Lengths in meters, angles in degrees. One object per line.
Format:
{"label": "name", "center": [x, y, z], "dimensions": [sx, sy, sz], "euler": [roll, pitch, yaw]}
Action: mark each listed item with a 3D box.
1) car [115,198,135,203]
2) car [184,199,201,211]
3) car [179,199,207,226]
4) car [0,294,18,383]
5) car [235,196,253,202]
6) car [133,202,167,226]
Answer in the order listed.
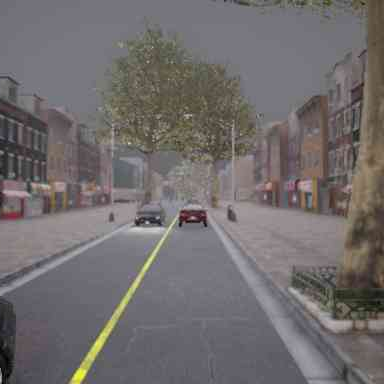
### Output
{"label": "car", "center": [-14.865, 1.885, 74.087], "dimensions": [4.507, 1.381, 1.887], "euler": [-1, -1, 0]}
{"label": "car", "center": [0.086, 1.639, 42.544], "dimensions": [1.994, 1.385, 4.181], "euler": [0, 0, 0]}
{"label": "car", "center": [0.075, 1.498, 23.662], "dimensions": [1.882, 1.535, 5.008], "euler": [0, 0, 0]}
{"label": "car", "center": [-2.839, 1.507, 1.750], "dimensions": [1.837, 1.490, 4.892], "euler": [0, 0, 0]}
{"label": "car", "center": [12.148, 1.569, 74.275], "dimensions": [4.829, 1.417, 1.752], "euler": [-1, -1, 0]}
{"label": "car", "center": [-2.813, 1.568, 23.715], "dimensions": [2.033, 1.411, 5.357], "euler": [0, 0, 0]}
